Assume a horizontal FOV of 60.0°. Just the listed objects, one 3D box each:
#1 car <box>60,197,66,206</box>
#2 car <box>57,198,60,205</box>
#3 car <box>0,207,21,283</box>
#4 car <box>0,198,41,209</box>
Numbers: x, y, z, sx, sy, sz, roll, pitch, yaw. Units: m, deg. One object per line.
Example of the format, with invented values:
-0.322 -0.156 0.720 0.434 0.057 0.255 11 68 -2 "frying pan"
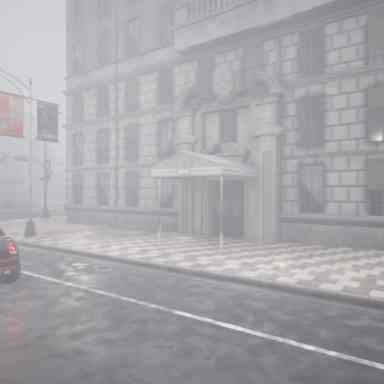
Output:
-16.720 1.460 50.051 1.882 1.535 5.008 0 0 36 "car"
-18.718 1.202 53.270 2.150 2.045 5.566 0 0 36 "car"
-6.379 1.348 8.423 4.553 1.767 2.097 0 0 35 "car"
-21.824 1.546 42.897 1.994 1.385 4.181 0 0 35 "car"
